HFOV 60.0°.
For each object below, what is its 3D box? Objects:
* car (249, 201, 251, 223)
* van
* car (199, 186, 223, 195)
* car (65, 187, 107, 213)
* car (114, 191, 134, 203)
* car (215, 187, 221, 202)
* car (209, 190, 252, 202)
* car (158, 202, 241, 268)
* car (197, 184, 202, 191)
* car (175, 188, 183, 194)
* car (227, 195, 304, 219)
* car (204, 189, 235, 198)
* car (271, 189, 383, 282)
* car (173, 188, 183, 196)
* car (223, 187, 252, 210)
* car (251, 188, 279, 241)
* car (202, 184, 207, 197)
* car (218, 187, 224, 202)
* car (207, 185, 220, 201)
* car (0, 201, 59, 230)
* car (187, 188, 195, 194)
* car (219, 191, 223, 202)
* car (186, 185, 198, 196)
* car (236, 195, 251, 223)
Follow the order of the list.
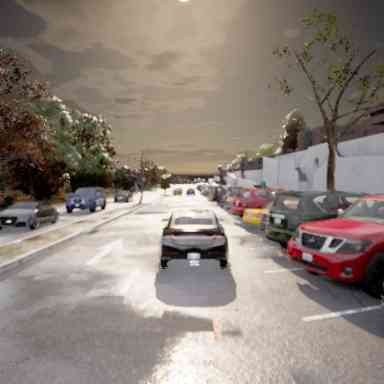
[{"bbox_3d":[5.113,1.222,14.180,4.674,1.452,2.002,0,1,-20],"label":"car"},{"bbox_3d":[5.003,1.164,5.106,4.442,1.987,1.878,0,2,-20],"label":"van"},{"bbox_3d":[4.719,-0.427,83.180,5.566,2.045,2.435,0,2,-20],"label":"car"},{"bbox_3d":[-8.843,0.611,28.333,2.150,2.045,5.566,0,1,0],"label":"car"},{"bbox_3d":[-8.849,0.588,43.355,2.128,1.511,4.902,0,1,0],"label":"car"},{"bbox_3d":[5.000,0.654,32.172,4.553,1.767,2.185,0,1,-20],"label":"car"},{"bbox_3d":[5.135,0.550,44.251,5.366,1.575,1.946,0,1,-20],"label":"car"},{"bbox_3d":[0.044,1.278,10.450,2.128,1.511,4.902,0,1,0],"label":"car"},{"bbox_3d":[4.821,-0.209,74.203,5.566,2.045,2.435,0,1,-20],"label":"car"},{"bbox_3d":[-3.350,-0.323,86.921,1.837,1.490,4.892,0,2,0],"label":"car"},{"bbox_3d":[5.105,1.005,23.198,4.792,1.488,2.163,0,1,-20],"label":"car"},{"bbox_3d":[4.870,0.316,59.186,5.008,1.535,2.097,0,1,-20],"label":"car"},{"bbox_3d":[5.099,1.070,8.142,5.566,2.045,2.435,0,2,-20],"label":"car"},{"bbox_3d":[-3.291,-0.011,76.506,1.882,1.535,5.008,0,1,0],"label":"car"},{"bbox_3d":[5.124,0.793,20.189,5.566,2.045,2.435,0,1,-20],"label":"car"},{"bbox_3d":[5.152,1.000,11.178,5.566,2.045,2.435,0,1,-20],"label":"car"},{"bbox_3d":[4.907,0.202,50.163,5.566,2.045,2.435,0,1,-20],"label":"car"},{"bbox_3d":[5.080,0.718,29.188,4.553,1.767,2.185,0,2,-20],"label":"car"},{"bbox_3d":[5.022,0.409,38.196,5.566,2.045,2.435,0,1,-20],"label":"car"},{"bbox_3d":[-8.794,1.188,17.927,1.994,1.385,4.181,0,1,0],"label":"car"},{"bbox_3d":[-0.348,-0.319,86.575,2.033,1.411,5.357,0,2,0],"label":"car"},{"bbox_3d":[5.071,0.910,26.181,4.892,1.521,2.231,0,2,-20],"label":"car"},{"bbox_3d":[-0.291,-0.138,76.544,2.097,1.767,4.553,0,1,0],"label":"car"},{"bbox_3d":[5.283,1.110,17.246,5.366,1.575,1.946,0,1,-20],"label":"car"}]
